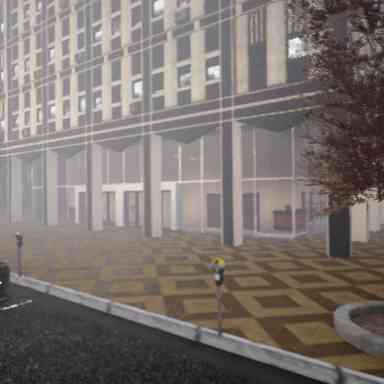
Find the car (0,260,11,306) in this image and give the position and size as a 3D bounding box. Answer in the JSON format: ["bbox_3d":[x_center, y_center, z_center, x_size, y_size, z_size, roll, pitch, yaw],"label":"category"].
[{"bbox_3d":[-5.291,1.546,6.620,4.313,1.339,1.947,0,-1,36],"label":"car"}]
